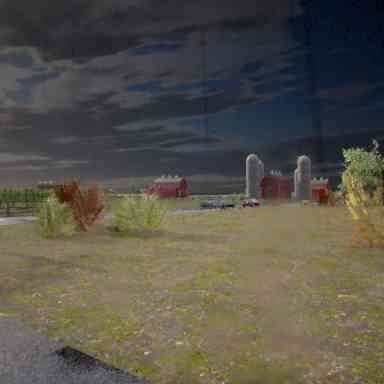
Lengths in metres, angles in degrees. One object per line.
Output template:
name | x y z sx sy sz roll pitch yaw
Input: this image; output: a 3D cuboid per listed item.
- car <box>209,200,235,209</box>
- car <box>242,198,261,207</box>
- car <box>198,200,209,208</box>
car | 5.409 2.014 54.916 2.128 1.511 4.902 -1 -1 36
car | 11.417 1.989 63.318 2.097 1.767 4.553 -1 -1 36
car | 3.319 2.146 58.137 2.033 1.411 5.357 -1 -1 36
